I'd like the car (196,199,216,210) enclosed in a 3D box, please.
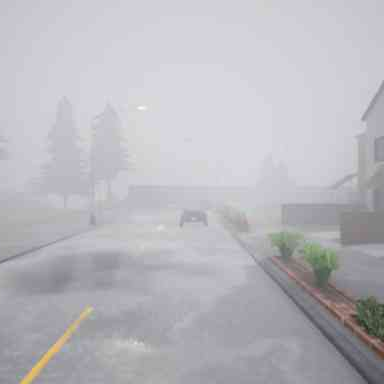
[{"bbox_3d":[1.252,1.557,40.997,2.033,1.411,5.357,0,0,24],"label":"car"}]

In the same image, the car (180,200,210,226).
[{"bbox_3d":[0.118,1.530,23.407,1.812,1.442,4.674,0,0,0],"label":"car"}]
